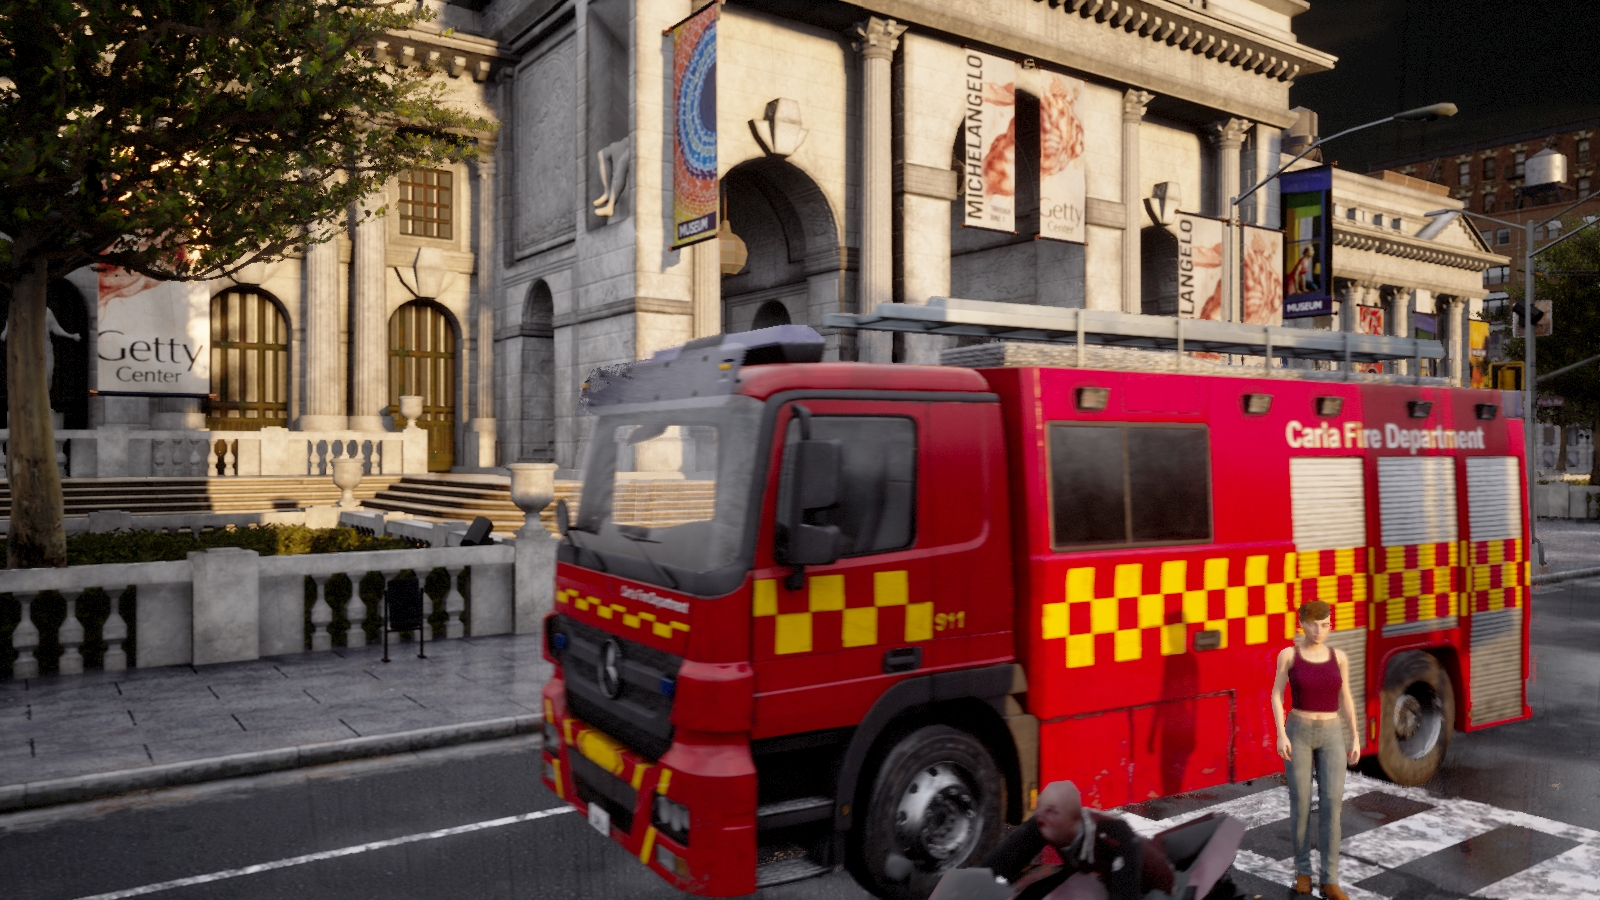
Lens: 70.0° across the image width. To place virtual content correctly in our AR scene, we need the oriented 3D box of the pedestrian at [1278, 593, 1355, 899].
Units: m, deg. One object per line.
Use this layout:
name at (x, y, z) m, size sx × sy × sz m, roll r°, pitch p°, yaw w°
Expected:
pedestrian at (3.231, 1.853, 7.163) m, size 0.375 × 1.860 × 0.375 m, roll 0°, pitch 0°, yaw 13°

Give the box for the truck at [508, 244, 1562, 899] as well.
truck at (2.294, 0.895, 9.081) m, size 8.468 × 3.827 × 2.891 m, roll 0°, pitch 0°, yaw -31°
